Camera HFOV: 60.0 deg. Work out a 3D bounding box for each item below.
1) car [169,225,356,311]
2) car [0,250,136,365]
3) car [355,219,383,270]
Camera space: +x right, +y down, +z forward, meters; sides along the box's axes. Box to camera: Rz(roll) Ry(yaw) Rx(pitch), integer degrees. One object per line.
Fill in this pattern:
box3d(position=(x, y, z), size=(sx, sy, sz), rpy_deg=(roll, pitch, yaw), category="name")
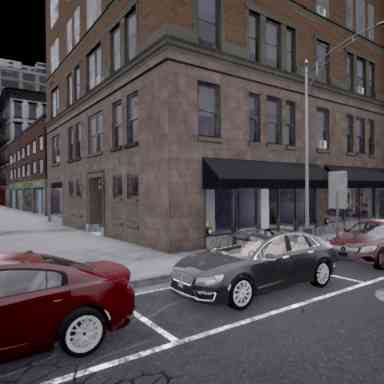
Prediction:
box3d(position=(1.555, 1.548, 7.661), size=(4.403, 1.369, 2.008), rpy_deg=(0, -1, -36), category="car")
box3d(position=(-2.985, 1.544, 4.413), size=(4.507, 1.381, 1.887), rpy_deg=(0, -1, -36), category="car")
box3d(position=(6.096, 1.579, 10.910), size=(4.206, 1.307, 1.802), rpy_deg=(0, -1, -36), category="car")
